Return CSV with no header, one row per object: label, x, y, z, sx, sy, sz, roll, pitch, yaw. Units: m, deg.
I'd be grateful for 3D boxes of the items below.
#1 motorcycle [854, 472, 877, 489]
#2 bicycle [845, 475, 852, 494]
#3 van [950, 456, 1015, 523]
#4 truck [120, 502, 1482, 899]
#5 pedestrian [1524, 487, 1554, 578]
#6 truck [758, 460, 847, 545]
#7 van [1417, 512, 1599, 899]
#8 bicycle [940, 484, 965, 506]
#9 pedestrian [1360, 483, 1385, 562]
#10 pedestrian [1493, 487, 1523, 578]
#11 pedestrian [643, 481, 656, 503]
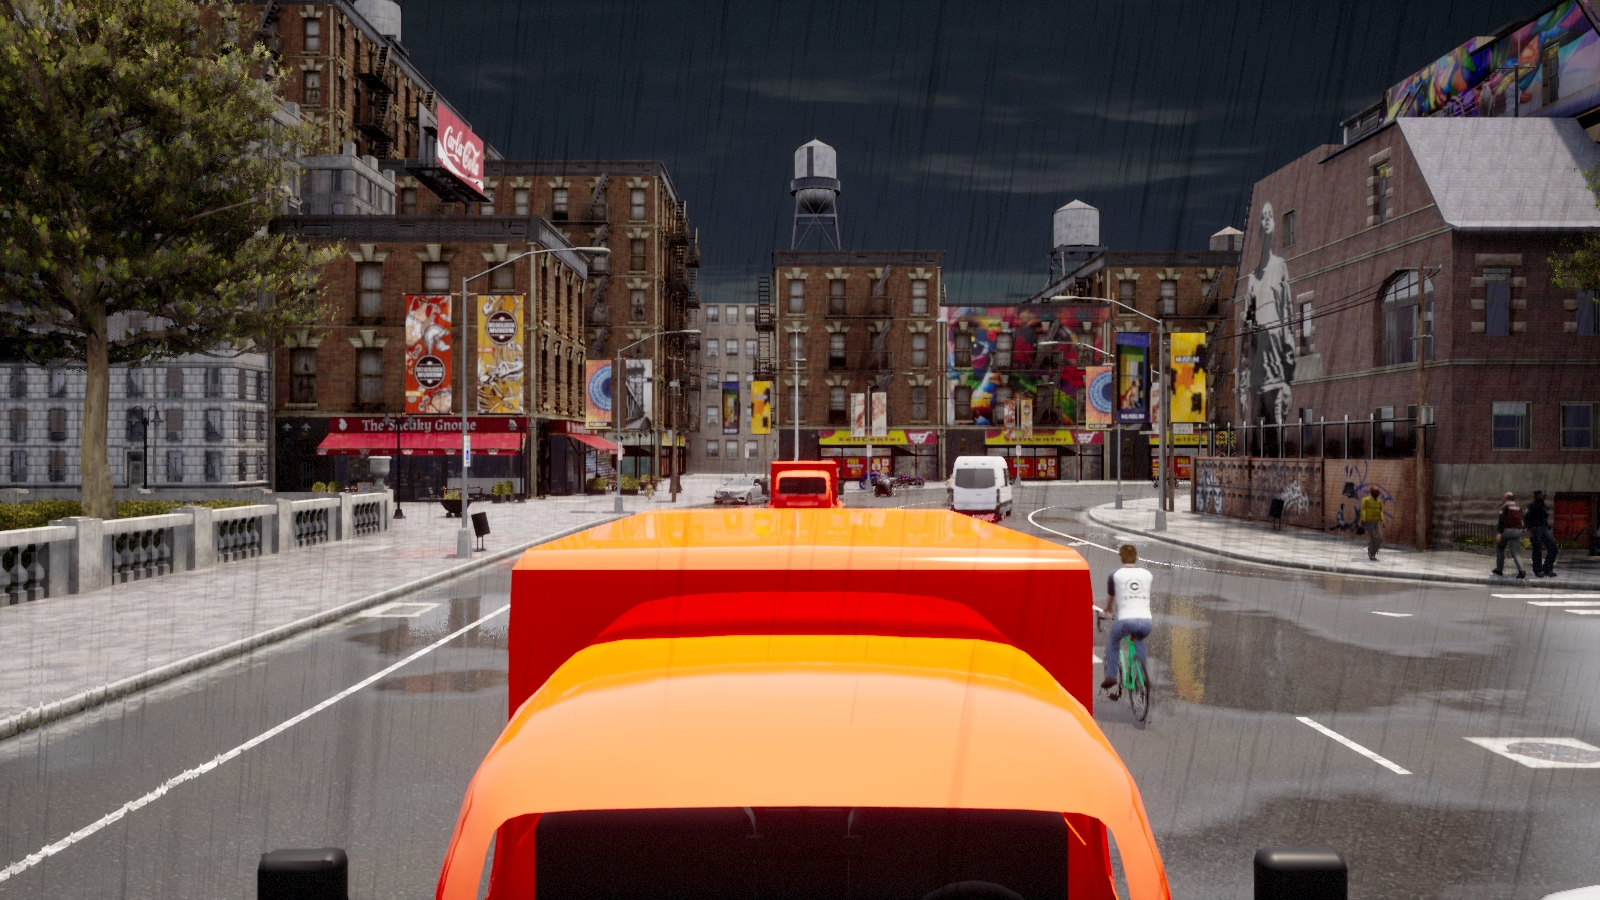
motorcycle,4.852,2.245,84.661,0.803,1.145,2.033,0,0,33
bicycle,3.109,2.234,73.506,0.373,1.196,1.643,0,0,0
van,7.676,1.552,47.669,1.988,2.561,5.915,0,0,16
truck,-0.002,1.570,4.805,2.627,2.467,5.204,0,0,0
pedestrian,15.312,1.706,23.679,0.375,1.860,0.375,0,0,-6
truck,0.130,1.582,36.384,2.627,2.467,5.204,0,0,1
van,3.512,1.536,1.706,1.988,2.561,5.915,0,0,0
bicycle,7.757,2.279,58.071,0.859,1.080,1.487,0,0,23
pedestrian,13.565,1.707,27.059,0.375,1.860,0.375,0,0,-14
pedestrian,14.661,1.706,23.655,0.375,1.860,0.375,0,0,-1
pedestrian,-7.550,2.098,57.276,0.500,1.100,0.500,0,0,7
